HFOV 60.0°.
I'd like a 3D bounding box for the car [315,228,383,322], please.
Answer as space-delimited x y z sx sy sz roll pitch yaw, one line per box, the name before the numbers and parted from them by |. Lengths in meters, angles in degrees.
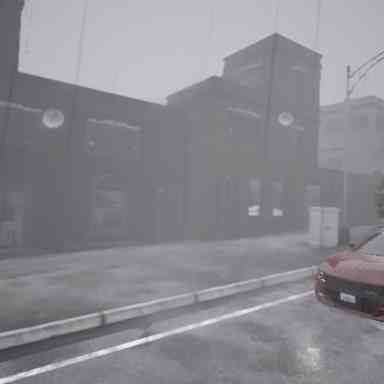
car | 4.625 1.493 6.992 5.008 1.535 1.882 0 0 -36
